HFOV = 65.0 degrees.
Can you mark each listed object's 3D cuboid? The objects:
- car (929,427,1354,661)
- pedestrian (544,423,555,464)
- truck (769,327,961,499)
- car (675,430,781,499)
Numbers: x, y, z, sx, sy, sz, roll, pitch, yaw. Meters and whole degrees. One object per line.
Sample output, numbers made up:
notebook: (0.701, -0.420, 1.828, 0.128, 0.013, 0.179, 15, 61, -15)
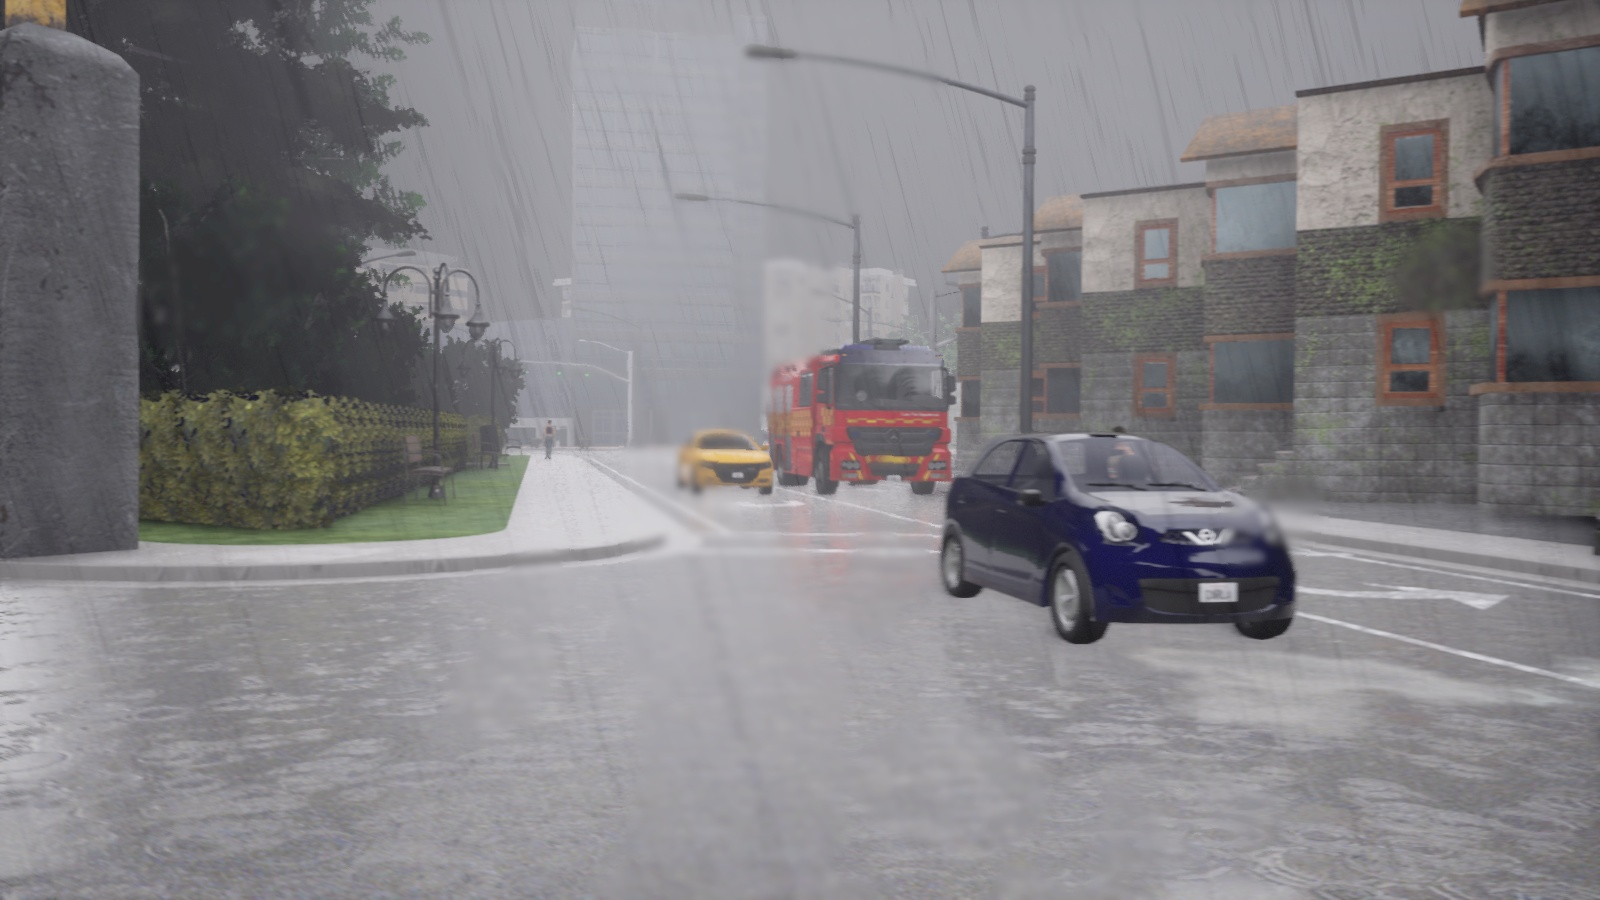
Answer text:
car: (2.482, 0.585, 10.108, 1.845, 1.501, 3.633, -1, 1, -12)
pedestrian: (-11.472, -0.295, 57.512, 0.345, 1.836, 0.594, -1, 1, -3)
truck: (1.387, -0.889, 32.476, 2.891, 3.827, 8.468, -1, 1, -12)
car: (-1.877, 0.302, 31.048, 1.882, 1.535, 5.008, -1, 1, -12)
